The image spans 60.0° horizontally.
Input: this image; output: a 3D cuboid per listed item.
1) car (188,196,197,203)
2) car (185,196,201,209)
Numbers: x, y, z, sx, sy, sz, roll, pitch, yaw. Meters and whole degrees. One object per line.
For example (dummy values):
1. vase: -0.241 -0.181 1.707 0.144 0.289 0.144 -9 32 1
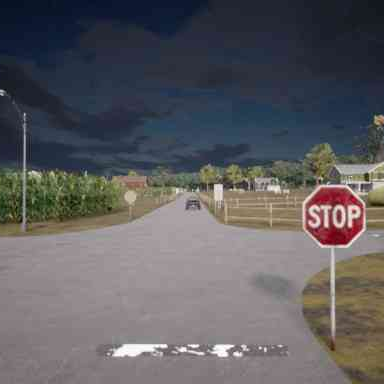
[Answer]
1. car: 0.122 1.482 70.523 1.994 1.385 4.181 0 0 0
2. car: 0.172 1.497 45.927 1.837 1.490 4.892 0 0 0
